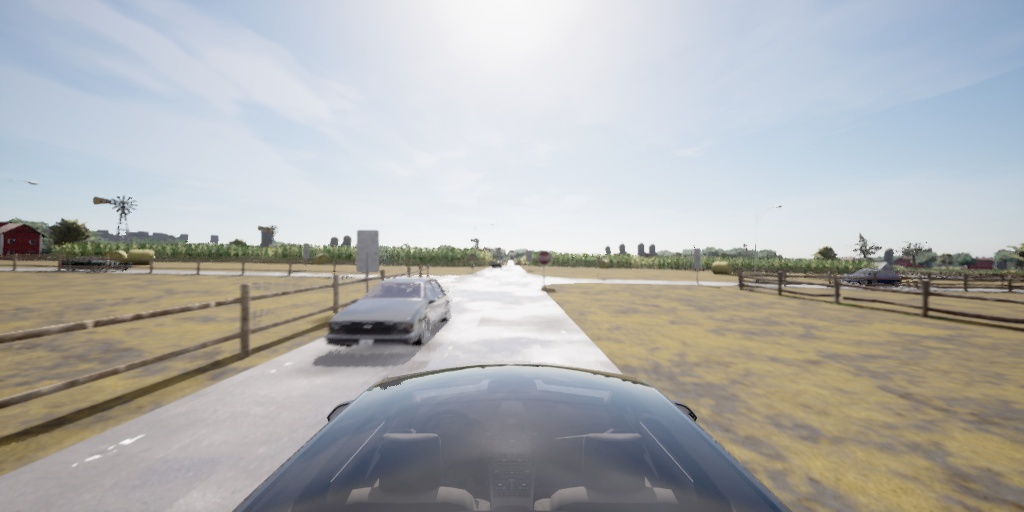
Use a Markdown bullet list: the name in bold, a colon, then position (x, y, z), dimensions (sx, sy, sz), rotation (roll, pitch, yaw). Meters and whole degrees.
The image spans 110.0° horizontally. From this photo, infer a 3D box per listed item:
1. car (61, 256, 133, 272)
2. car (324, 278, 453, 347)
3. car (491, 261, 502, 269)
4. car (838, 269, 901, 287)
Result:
- **car**: position (-36.465, 0.700, 31.516), dimensions (4.718, 1.301, 1.895), rotation (1, -1, 0)
- **car**: position (-2.837, 1.306, 9.652), dimensions (2.033, 1.411, 5.357), rotation (0, 0, 0)
- **car**: position (-2.756, 1.607, 64.963), dimensions (1.895, 1.301, 4.718), rotation (0, 0, 0)
- **car**: position (34.380, 2.029, 34.578), dimensions (4.553, 1.767, 2.097), rotation (1, -1, 0)
